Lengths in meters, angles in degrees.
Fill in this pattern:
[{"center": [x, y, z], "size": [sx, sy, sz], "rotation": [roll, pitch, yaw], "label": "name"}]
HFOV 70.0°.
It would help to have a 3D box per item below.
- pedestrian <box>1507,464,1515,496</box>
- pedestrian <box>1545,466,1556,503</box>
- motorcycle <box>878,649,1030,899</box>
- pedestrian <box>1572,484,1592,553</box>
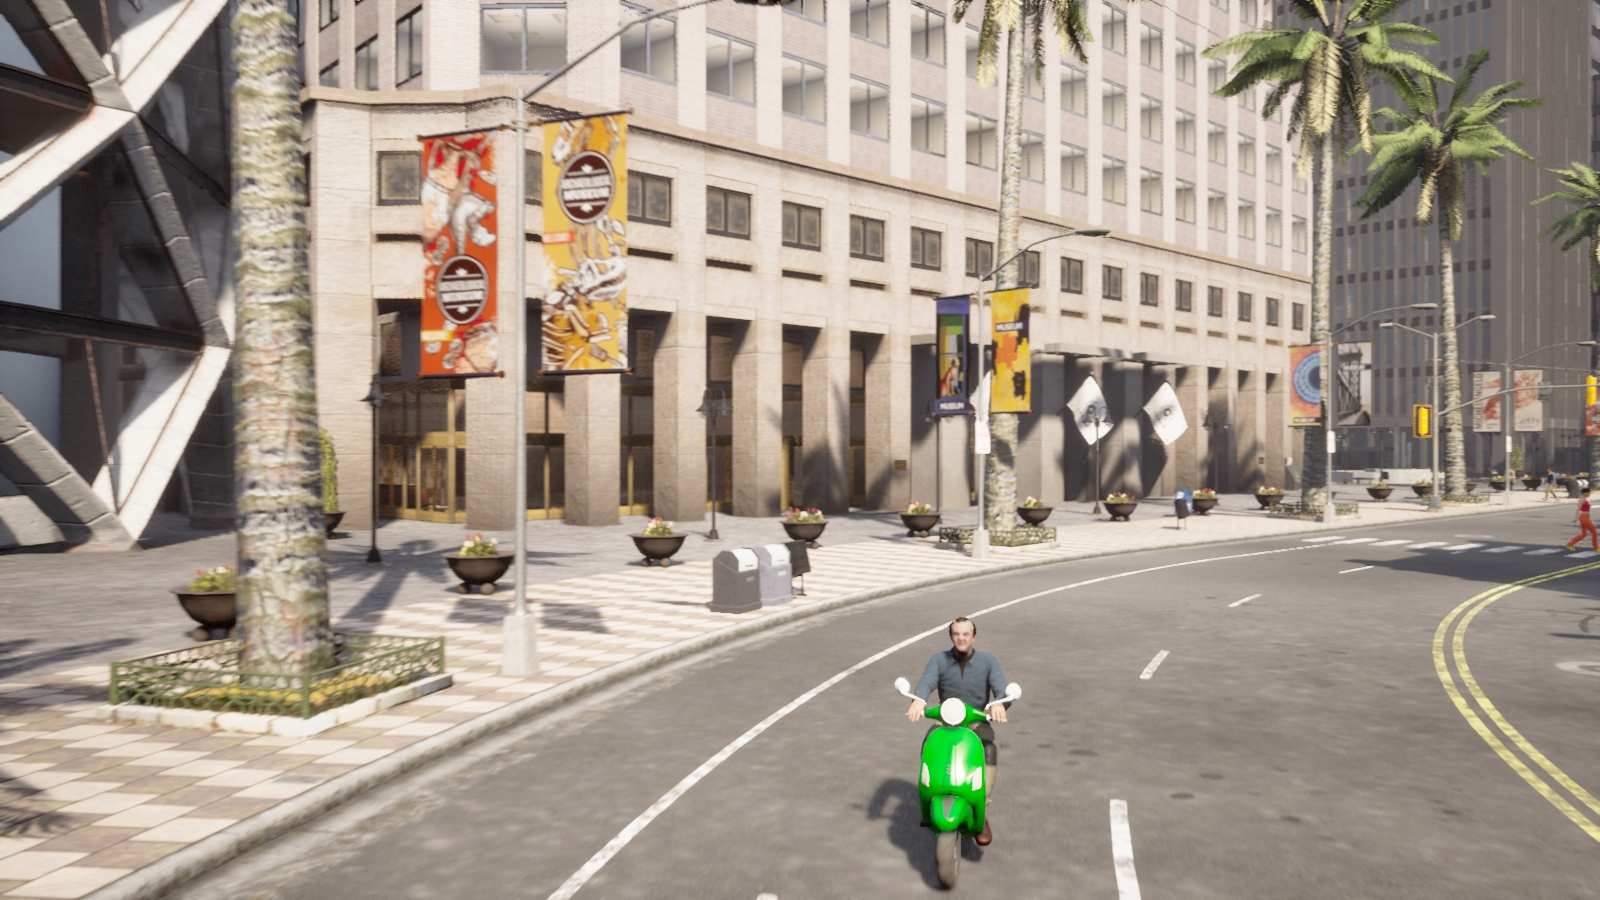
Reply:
[{"center": [40.896, 1.719, 65.746], "size": [0.375, 1.860, 0.375], "rotation": [0, 0, 37], "label": "pedestrian"}, {"center": [37.780, 1.718, 57.548], "size": [0.375, 1.860, 0.375], "rotation": [0, 0, 19], "label": "pedestrian"}, {"center": [1.132, 2.182, 8.011], "size": [0.856, 1.236, 1.805], "rotation": [0, 0, 14], "label": "motorcycle"}, {"center": [21.441, 1.860, 31.328], "size": [0.375, 1.860, 0.375], "rotation": [0, 0, 45], "label": "pedestrian"}]
